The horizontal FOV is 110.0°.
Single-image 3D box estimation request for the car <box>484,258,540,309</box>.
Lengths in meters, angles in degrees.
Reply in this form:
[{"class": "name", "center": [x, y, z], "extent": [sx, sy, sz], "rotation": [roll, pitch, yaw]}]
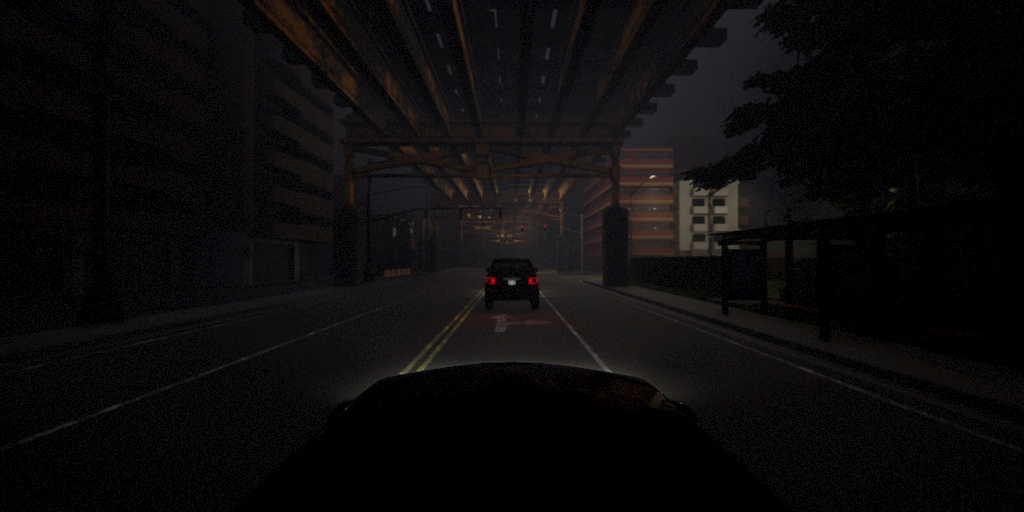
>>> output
[{"class": "car", "center": [-0.001, 1.098, 15.876], "extent": [2.150, 2.045, 5.566], "rotation": [0, 0, 0]}]
